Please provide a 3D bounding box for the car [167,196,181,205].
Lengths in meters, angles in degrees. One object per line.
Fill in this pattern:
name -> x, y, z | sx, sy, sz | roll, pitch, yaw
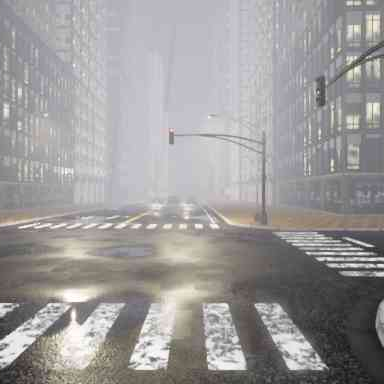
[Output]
car -> -3.300, 1.449, 60.019 | 2.097, 1.767, 4.553 | 0, 0, 0

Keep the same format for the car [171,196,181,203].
car -> -3.309, 1.561, 70.080 | 1.895, 1.301, 4.718 | 0, 0, 0

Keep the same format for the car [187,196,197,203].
car -> -0.059, 1.537, 70.469 | 1.994, 1.385, 4.181 | 0, 0, 0

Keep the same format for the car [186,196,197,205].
car -> -0.050, 1.700, 60.497 | 1.895, 1.301, 4.718 | 0, 0, 0

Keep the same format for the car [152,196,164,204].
car -> -6.554, 1.604, 64.214 | 2.128, 1.511, 4.902 | 0, 0, 0
